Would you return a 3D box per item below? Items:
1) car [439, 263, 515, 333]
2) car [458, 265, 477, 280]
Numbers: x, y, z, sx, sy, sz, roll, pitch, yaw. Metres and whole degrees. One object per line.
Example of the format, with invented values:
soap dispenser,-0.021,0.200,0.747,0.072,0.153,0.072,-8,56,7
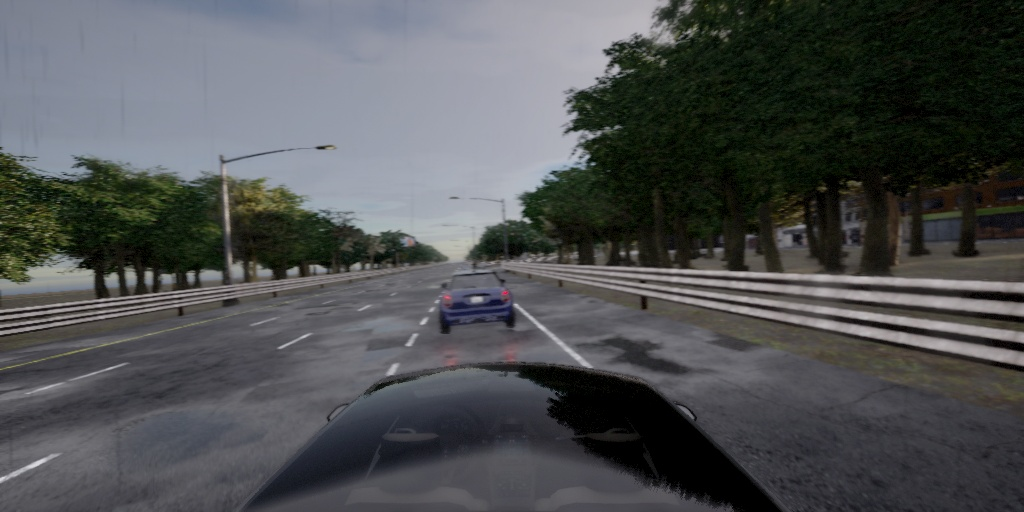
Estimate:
car,-1.223,1.228,11.758,2.097,1.767,4.553,-4,0,-8
car,-5.188,1.828,41.532,2.033,1.411,5.357,-4,0,-8
